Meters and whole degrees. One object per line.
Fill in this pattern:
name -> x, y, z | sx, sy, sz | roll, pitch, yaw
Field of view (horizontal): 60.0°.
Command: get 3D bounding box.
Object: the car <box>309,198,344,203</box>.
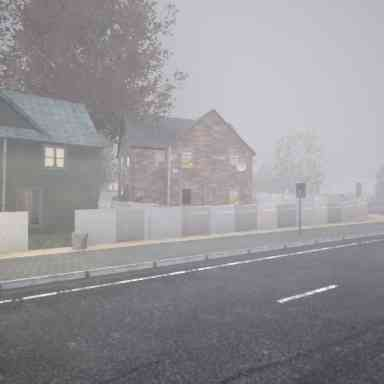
car -> 15.538, 1.177, 36.542 | 2.128, 1.511, 4.902 | 1, 0, -20

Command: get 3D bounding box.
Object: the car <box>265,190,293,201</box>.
car -> 12.131, 0.752, 45.961 | 2.150, 2.045, 5.566 | 1, 0, -20

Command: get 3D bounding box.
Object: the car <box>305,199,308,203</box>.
car -> 16.395, 1.210, 42.637 | 2.033, 1.411, 5.357 | 1, 0, -19

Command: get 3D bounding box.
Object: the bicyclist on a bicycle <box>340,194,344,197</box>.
bicyclist on a bicycle -> 19.397, 1.035, 43.116 | 1.656, 1.620, 0.582 | 1, 0, -20

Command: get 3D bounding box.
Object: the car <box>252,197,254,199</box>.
car -> 8.499, 0.911, 56.009 | 2.033, 1.411, 5.357 | 1, 0, -19
